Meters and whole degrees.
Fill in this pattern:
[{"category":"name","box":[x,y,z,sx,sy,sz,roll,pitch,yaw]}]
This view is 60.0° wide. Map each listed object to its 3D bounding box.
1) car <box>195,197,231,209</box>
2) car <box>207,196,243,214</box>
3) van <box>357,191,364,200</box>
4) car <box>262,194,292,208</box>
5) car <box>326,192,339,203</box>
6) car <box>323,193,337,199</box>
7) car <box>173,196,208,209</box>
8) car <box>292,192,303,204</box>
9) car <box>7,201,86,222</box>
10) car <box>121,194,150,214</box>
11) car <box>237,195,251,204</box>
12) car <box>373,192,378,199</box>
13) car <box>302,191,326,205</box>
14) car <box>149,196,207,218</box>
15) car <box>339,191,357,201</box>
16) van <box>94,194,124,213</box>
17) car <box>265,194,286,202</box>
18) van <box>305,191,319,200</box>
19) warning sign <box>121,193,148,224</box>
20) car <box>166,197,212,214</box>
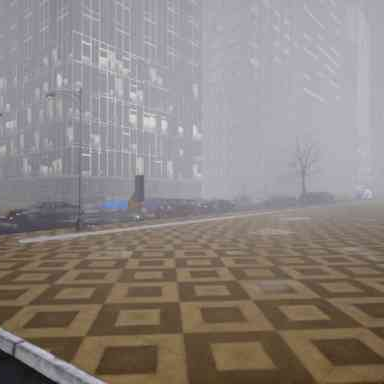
[{"category":"car","box":[2.570,1.276,40.418,1.895,1.301,4.718,0,1,41]},{"category":"car","box":[2.590,1.320,31.453,1.947,1.339,4.313,1,1,41]},{"category":"van","box":[35.873,0.683,70.354,1.690,1.788,3.998,1,1,41]},{"category":"car","box":[9.947,1.244,40.131,1.802,1.307,4.206,1,1,41]},{"category":"car","box":[21.058,0.840,53.081,2.192,1.841,5.009,1,1,41]},{"category":"car","box":[33.227,0.829,80.147,1.947,1.339,4.313,1,1,41]},{"category":"car","box":[-0.112,1.218,41.290,1.887,1.381,4.507,1,1,41]},{"category":"car","box":[14.254,1.138,49.174,1.994,1.385,4.181,0,1,41]},{"category":"car","box":[-10.733,1.388,24.923,2.033,1.411,5.357,0,1,41]},{"category":"car","box":[-4.078,1.236,32.682,1.882,1.535,5.008,0,1,41]},{"category":"car","box":[7.301,1.148,49.919,1.947,1.339,4.313,1,1,41]},{"category":"car","box":[39.575,0.848,74.675,2.008,1.369,4.403,1,1,41]},{"category":"car","box":[17.355,0.885,48.764,2.192,1.841,5.009,1,1,41]},{"category":"car","box":[-1.070,1.240,27.097,1.967,1.590,4.097,1,1,41]},{"category":"car","box":[28.575,0.957,61.849,1.752,1.417,4.829,1,1,41]},{"category":"van","box":[-7.603,1.106,32.725,1.690,1.788,3.998,1,1,41]},{"category":"car","box":[14.709,1.056,58.556,1.947,1.339,4.313,1,1,41]},{"category":"van","box":[25.821,0.695,71.507,1.690,1.788,3.998,1,1,41]},{"category":"warning sign","box":[-3.582,0.977,20.725,1.300,1.860,1.060,0,0,41]},{"category":"car","box":[-0.232,1.279,32.251,1.812,1.442,4.674,0,1,41]}]
